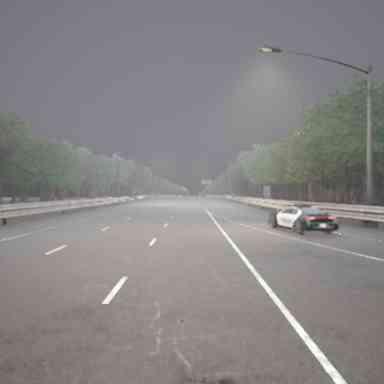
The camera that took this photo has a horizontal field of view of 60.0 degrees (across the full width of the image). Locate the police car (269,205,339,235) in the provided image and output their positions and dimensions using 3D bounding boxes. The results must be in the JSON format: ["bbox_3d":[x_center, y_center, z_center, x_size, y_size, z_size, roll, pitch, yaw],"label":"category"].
[{"bbox_3d":[6.122,1.506,19.135,2.038,1.542,4.974,0,0,-12],"label":"police car"}]
